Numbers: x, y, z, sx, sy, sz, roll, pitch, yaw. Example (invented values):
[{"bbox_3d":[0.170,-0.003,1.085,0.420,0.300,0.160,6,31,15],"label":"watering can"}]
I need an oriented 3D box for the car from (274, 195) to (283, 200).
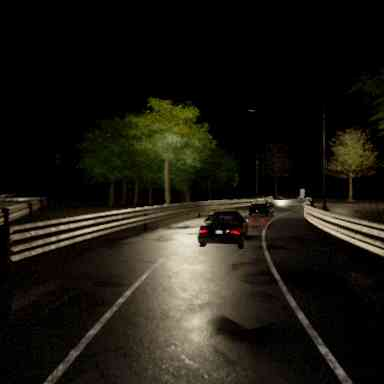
[{"bbox_3d":[23.237,1.573,90.181,1.895,1.301,4.718,0,0,4],"label":"car"}]

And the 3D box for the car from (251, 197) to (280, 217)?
[{"bbox_3d":[6.832,1.511,32.400,2.128,1.511,4.902,0,0,23],"label":"car"}]

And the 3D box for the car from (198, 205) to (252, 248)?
[{"bbox_3d":[1.506,1.553,14.965,2.033,1.411,5.357,0,0,11],"label":"car"}]
